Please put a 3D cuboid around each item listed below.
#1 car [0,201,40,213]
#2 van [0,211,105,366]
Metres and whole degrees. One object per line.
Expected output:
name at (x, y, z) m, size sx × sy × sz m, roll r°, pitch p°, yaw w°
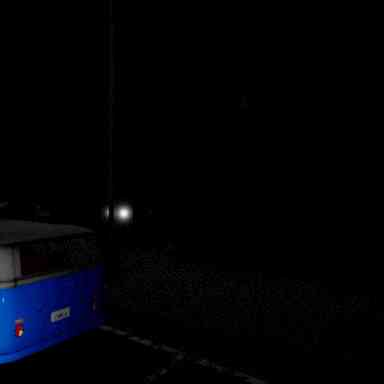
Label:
car at (-15.406, 1.517, 28.504) m, size 1.812 × 1.442 × 4.674 m, roll 0°, pitch 0°, yaw 33°
van at (-3.196, 1.341, 5.357) m, size 3.998 × 1.788 × 1.690 m, roll 0°, pitch 0°, yaw 36°
